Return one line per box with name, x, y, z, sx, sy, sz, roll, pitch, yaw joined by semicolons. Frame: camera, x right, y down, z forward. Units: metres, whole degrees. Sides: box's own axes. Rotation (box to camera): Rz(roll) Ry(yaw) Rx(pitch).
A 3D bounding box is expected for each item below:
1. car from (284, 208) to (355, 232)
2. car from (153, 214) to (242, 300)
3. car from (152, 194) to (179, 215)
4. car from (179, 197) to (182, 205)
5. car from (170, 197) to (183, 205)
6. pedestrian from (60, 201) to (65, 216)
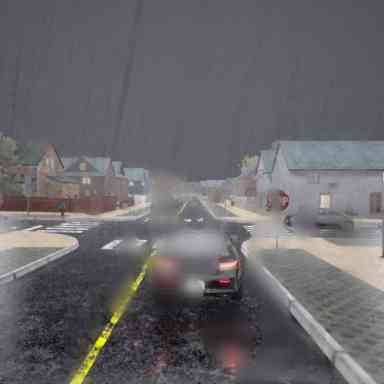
car;8.117;1.725;21.373;4.181;1.385;1.994;1;1;0
car;0.175;1.523;8.303;1.812;1.442;4.674;0;0;2
car;-2.771;1.213;34.057;2.150;2.045;5.566;0;0;0
car;-2.726;1.551;43.972;1.994;1.385;4.181;0;0;1
car;-2.684;1.541;57.503;1.994;1.385;4.181;0;0;0
pedestrian;-9.620;1.242;24.741;0.500;1.100;0.500;0;0;1
